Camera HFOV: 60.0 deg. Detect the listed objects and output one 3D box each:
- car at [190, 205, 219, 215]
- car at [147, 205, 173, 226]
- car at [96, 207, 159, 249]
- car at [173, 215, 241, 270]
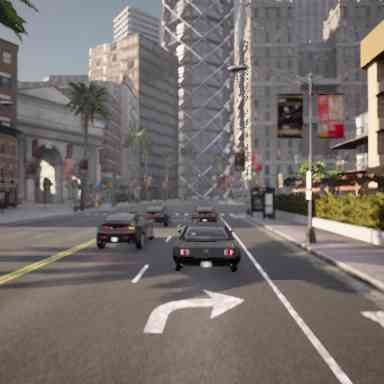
[{"bbox_3d":[0.937,1.711,24.929,1.837,1.490,4.892,0,-1,2],"label":"car"},{"bbox_3d":[-2.565,1.707,24.928,1.837,1.490,4.892,0,0,2],"label":"car"},{"bbox_3d":[-2.895,1.624,15.196,1.837,1.490,4.892,0,-1,2],"label":"car"},{"bbox_3d":[0.469,1.695,11.297,1.895,1.301,4.718,0,0,2],"label":"car"}]
